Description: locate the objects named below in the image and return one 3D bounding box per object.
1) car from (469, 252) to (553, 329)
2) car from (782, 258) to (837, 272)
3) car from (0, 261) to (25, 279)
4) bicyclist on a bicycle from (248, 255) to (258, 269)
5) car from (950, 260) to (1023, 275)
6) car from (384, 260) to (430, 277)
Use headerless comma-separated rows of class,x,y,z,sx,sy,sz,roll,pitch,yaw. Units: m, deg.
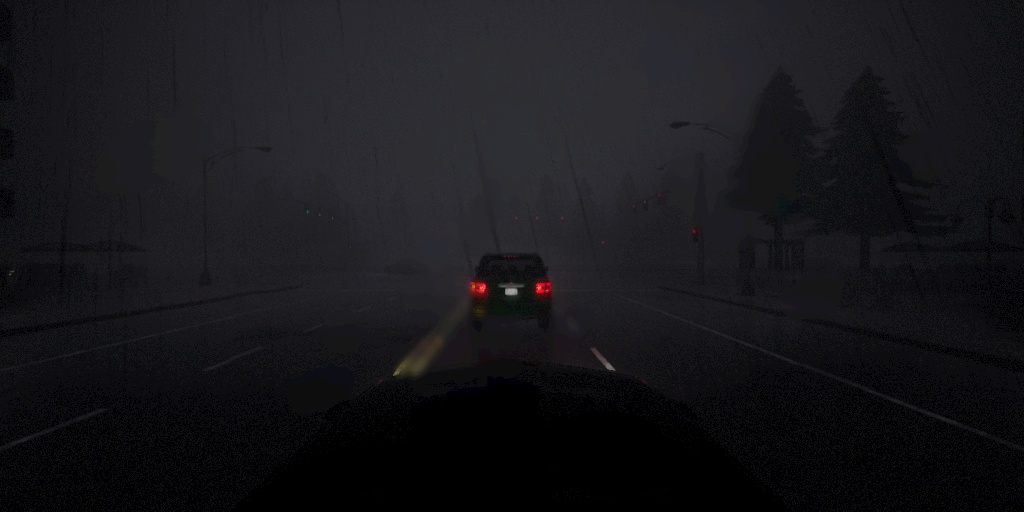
car,-0.017,0.911,11.105,2.150,2.045,5.566,0,0,0
car,31.533,0.936,38.190,5.008,1.535,1.882,0,0,2
car,-39.052,1.040,26.598,4.892,1.490,1.837,0,0,-8
bicyclist on a bicycle,-30.081,0.739,41.633,0.582,1.620,1.656,0,1,0
car,44.672,1.037,33.355,5.357,1.411,2.033,0,0,15
car,-9.533,1.074,32.424,4.181,1.385,1.994,1,1,26
